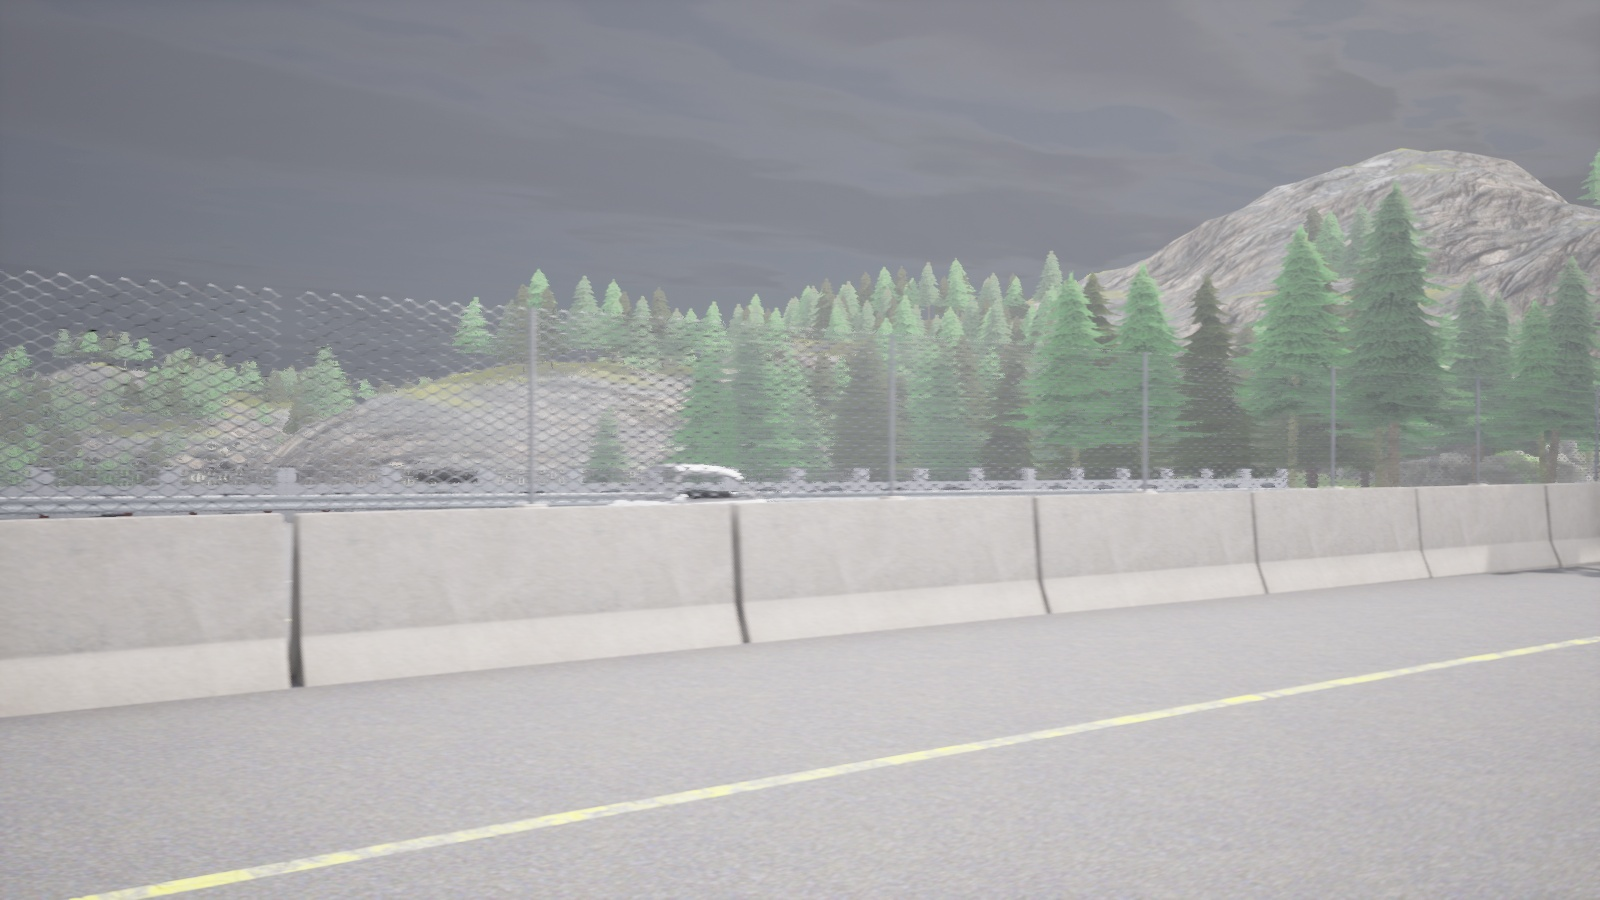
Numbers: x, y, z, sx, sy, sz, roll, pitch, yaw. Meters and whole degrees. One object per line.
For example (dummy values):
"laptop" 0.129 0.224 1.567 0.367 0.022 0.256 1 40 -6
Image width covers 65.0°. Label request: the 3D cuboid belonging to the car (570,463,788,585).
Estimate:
"car" -1.482 0.852 15.420 2.207 1.376 1.481 1 -1 -35
